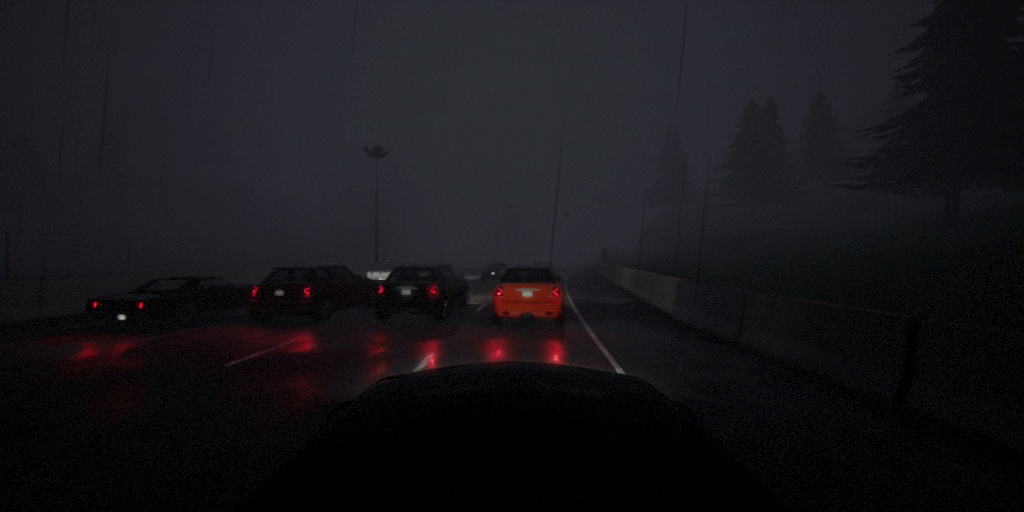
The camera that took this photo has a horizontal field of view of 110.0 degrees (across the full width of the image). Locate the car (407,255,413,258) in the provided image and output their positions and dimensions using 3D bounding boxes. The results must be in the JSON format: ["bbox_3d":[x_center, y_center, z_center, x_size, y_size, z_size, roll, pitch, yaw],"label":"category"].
[{"bbox_3d":[-15.113,1.016,59.844,1.812,1.442,4.674,0,0,18],"label":"car"}]

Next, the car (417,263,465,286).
[{"bbox_3d":[-4.919,1.246,25.651,1.895,1.301,4.718,0,0,9],"label":"car"}]

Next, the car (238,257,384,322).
[{"bbox_3d":[-6.396,1.049,12.241,2.097,1.767,4.553,0,0,5],"label":"car"}]

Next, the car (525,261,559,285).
[{"bbox_3d":[2.292,1.148,26.390,2.128,1.511,4.902,0,0,9],"label":"car"}]

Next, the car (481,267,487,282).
[{"bbox_3d":[-1.037,1.208,27.715,1.994,1.385,4.181,0,0,9],"label":"car"}]

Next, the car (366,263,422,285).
[{"bbox_3d":[-8.397,1.239,26.049,1.895,1.301,4.718,0,0,9],"label":"car"}]

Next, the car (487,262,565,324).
[{"bbox_3d":[0.606,1.062,12.000,2.097,1.767,4.553,0,0,5],"label":"car"}]

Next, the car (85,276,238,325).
[{"bbox_3d":[-9.973,1.294,11.535,1.895,1.301,4.718,0,0,5],"label":"car"}]

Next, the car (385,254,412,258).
[{"bbox_3d":[-18.674,0.704,60.211,2.150,2.045,5.566,0,0,18],"label":"car"}]

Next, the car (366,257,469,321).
[{"bbox_3d":[-2.868,1.053,12.421,2.097,1.767,4.553,0,0,5],"label":"car"}]
